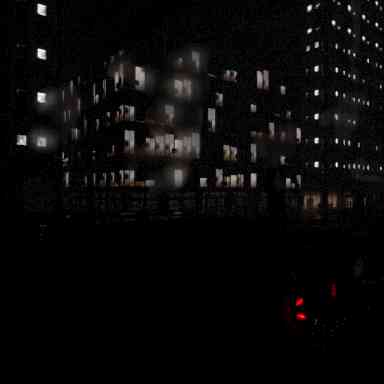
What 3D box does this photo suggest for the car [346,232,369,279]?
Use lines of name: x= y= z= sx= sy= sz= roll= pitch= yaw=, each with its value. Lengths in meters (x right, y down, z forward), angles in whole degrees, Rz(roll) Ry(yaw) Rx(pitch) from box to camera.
car: x=2.760 y=1.545 z=8.516 sx=4.507 sy=1.381 sz=1.887 roll=0 pitch=0 yaw=-35

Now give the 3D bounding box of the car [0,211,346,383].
car: x=-1.513 y=1.220 z=2.299 sx=5.566 sy=2.045 sz=2.150 roll=0 pitch=0 yaw=-35
